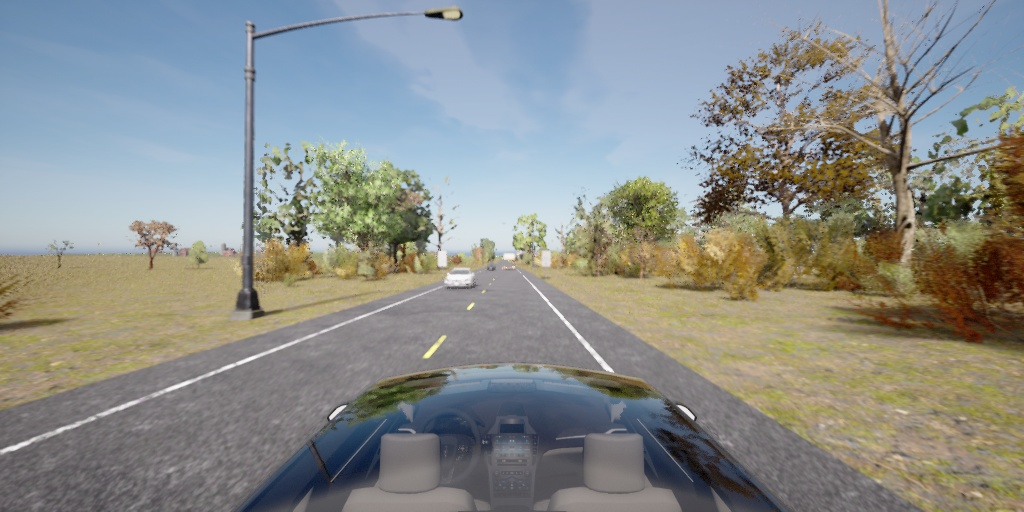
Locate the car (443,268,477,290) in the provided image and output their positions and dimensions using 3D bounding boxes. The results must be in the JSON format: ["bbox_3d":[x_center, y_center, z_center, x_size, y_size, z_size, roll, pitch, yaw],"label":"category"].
[{"bbox_3d":[-3.668,1.589,25.991,1.812,1.442,4.674,0,-1,0],"label":"car"}]
